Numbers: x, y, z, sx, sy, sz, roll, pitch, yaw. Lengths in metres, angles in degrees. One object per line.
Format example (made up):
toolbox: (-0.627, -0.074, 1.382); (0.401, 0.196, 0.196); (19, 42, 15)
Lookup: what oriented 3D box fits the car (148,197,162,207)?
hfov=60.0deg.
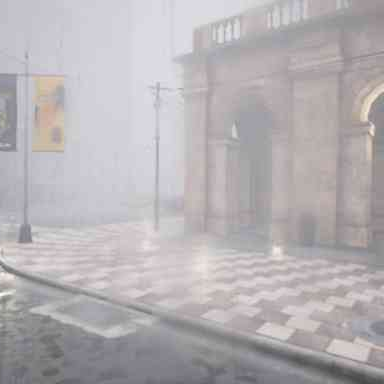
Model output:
car: (-2.808, 1.263, 43.421); (2.033, 1.411, 5.357); (1, 0, 36)

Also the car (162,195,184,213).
car: (-0.557, 1.129, 34.327); (2.097, 1.767, 4.553); (1, 1, 35)

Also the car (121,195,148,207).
car: (-7.065, 1.159, 43.479); (1.882, 1.535, 5.008); (1, 0, 36)
